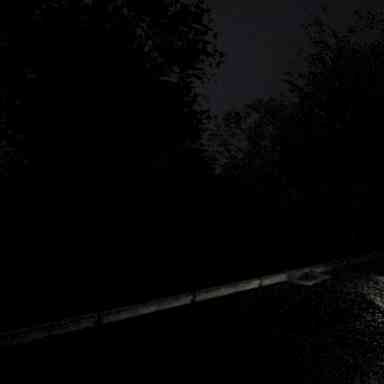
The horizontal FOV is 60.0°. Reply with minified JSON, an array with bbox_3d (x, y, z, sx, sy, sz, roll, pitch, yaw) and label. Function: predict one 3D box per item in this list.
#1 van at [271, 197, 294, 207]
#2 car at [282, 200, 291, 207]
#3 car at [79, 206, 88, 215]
[{"bbox_3d":[18.594,1.977,68.305,1.878,1.987,4.442,-1,0,-36],"label":"van"},{"bbox_3d":[16.292,1.974,66.750,2.435,2.045,5.566,-1,0,-36],"label":"car"},{"bbox_3d":[-15.245,2.334,44.038,2.163,1.488,4.792,0,0,-36],"label":"car"}]
